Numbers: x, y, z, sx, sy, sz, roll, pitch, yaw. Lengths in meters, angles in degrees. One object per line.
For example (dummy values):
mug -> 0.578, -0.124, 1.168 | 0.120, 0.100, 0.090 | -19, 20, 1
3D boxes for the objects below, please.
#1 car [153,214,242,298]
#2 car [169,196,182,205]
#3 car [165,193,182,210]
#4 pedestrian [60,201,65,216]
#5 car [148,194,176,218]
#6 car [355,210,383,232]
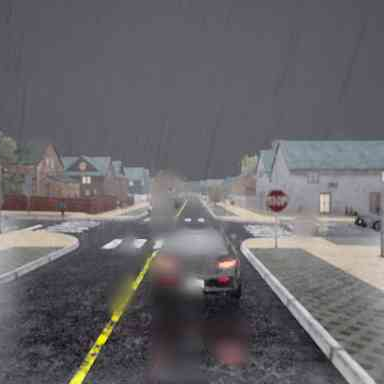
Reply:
car -> 0.171, 1.513, 8.380 | 1.812, 1.442, 4.674 | 0, 0, 2
car -> -2.684, 1.474, 55.866 | 1.994, 1.385, 4.181 | 0, 0, 1
car -> -2.755, 1.155, 43.084 | 2.150, 2.045, 5.566 | 0, 0, 0
pedestrian -> -9.631, 1.212, 24.813 | 0.500, 1.100, 0.500 | 0, 0, 1
car -> -2.729, 1.309, 29.782 | 2.097, 1.767, 4.553 | 0, 0, -1
car -> 12.877, 1.799, 21.502 | 4.181, 1.385, 1.994 | 1, 1, 1
